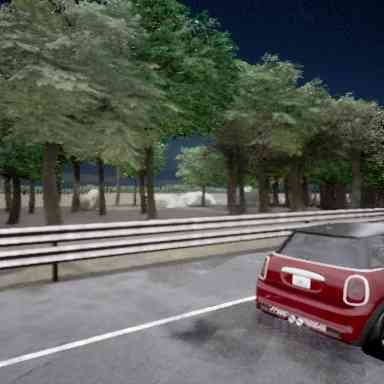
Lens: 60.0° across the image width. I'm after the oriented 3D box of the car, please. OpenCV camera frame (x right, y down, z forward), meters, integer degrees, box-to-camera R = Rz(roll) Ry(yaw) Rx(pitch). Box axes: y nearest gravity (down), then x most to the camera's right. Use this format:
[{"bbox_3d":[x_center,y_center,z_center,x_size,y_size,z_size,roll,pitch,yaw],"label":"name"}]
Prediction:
[{"bbox_3d":[3.345,1.338,6.127,4.553,1.767,2.097,0,0,-35],"label":"car"}]
